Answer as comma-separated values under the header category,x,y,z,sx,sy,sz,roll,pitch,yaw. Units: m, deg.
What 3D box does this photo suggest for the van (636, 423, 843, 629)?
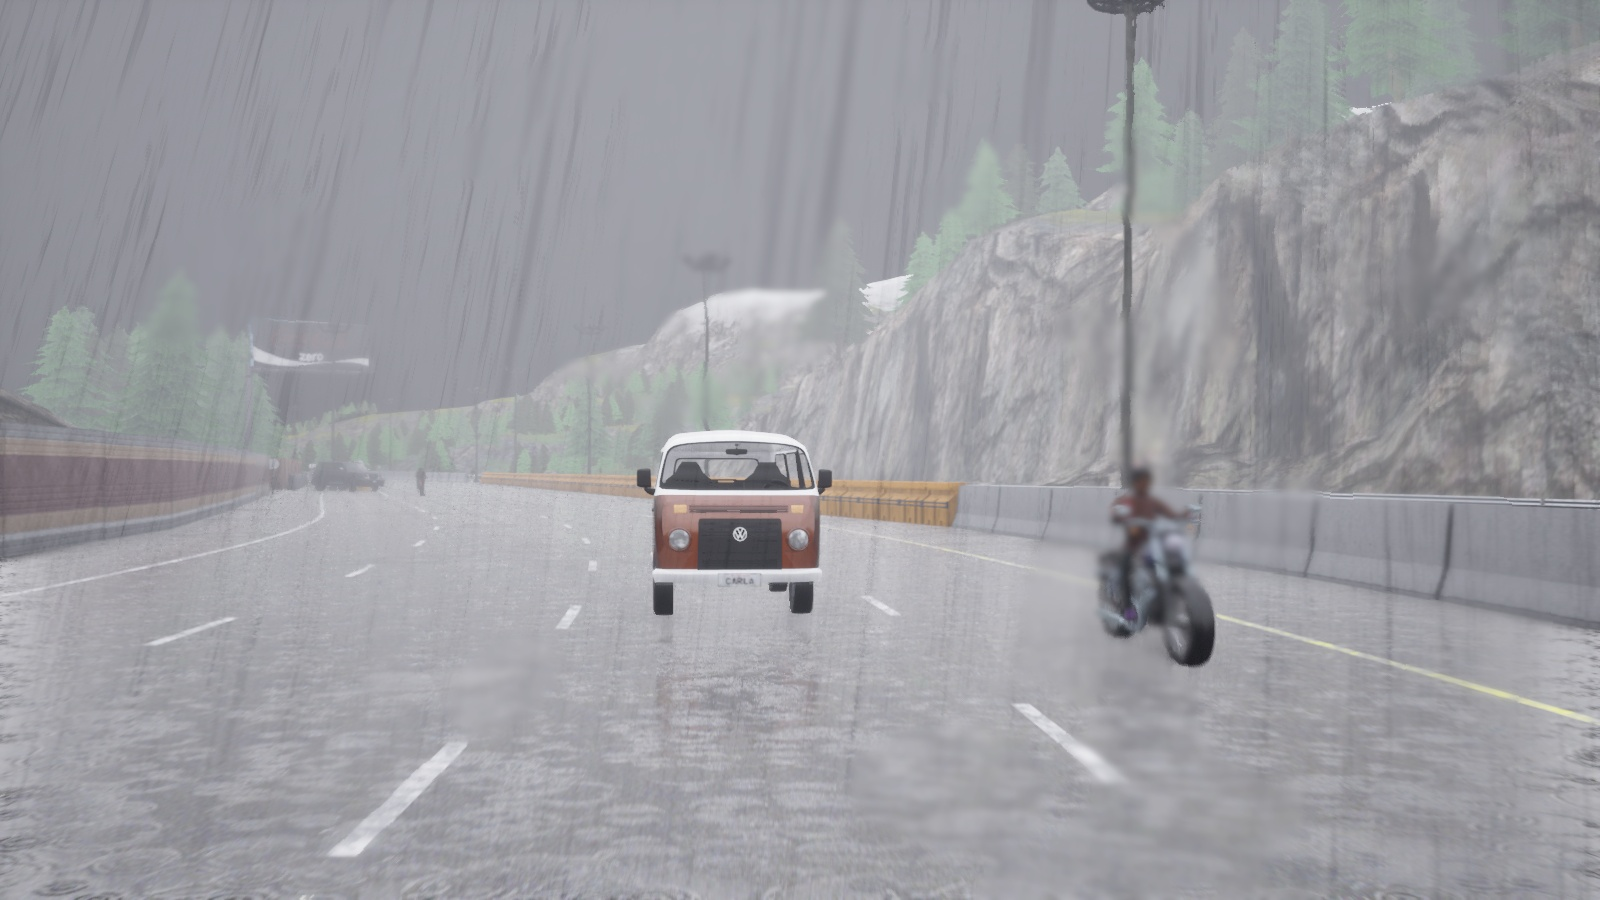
category,x,y,z,sx,sy,sz,roll,pitch,yaw
van,-0.866,0.790,14.804,2.069,2.038,4.480,0,-1,-7

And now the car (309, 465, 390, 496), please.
category,x,y,z,sx,sy,sz,roll,pitch,yaw
car,-30.261,2.074,84.321,5.566,2.045,2.150,-1,-3,33

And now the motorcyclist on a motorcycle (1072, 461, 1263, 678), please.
category,x,y,z,sx,sy,sz,roll,pitch,yaw
motorcyclist on a motorcycle,3.087,0.934,10.856,0.766,1.649,2.350,-1,-1,-5
